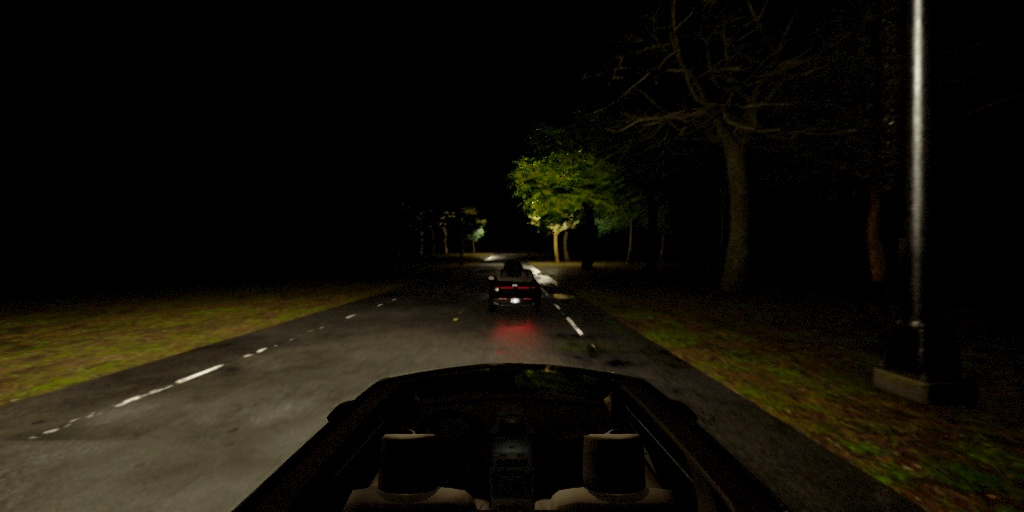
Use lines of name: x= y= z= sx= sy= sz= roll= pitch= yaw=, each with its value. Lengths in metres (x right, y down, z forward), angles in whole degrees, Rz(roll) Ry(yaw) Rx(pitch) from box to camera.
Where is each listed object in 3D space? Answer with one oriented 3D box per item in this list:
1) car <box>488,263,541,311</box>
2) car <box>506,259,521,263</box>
car: x=0.106 y=1.207 z=14.179 sx=1.837 sy=1.490 sz=4.892 roll=0 pitch=0 yaw=0
car: x=0.122 y=1.077 z=36.437 sx=1.837 sy=1.490 sz=4.892 roll=0 pitch=0 yaw=0
